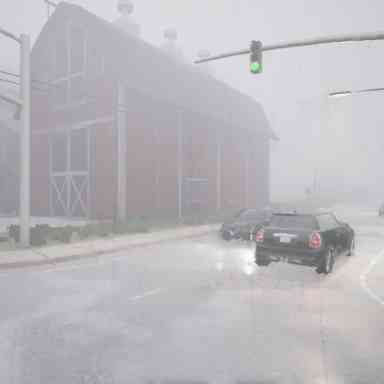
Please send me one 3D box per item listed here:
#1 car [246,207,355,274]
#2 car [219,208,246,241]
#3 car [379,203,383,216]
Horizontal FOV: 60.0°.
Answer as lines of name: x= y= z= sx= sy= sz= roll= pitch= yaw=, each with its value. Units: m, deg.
car: x=3.866 y=1.355 z=10.968 sx=2.097 sy=1.767 sz=4.553 roll=0 pitch=0 yaw=36
car: x=3.120 y=1.504 z=16.038 sx=1.837 sy=1.490 sz=4.892 roll=0 pitch=0 yaw=36
car: x=19.053 y=1.560 z=31.655 sx=2.033 sy=1.411 sz=5.357 roll=0 pitch=0 yaw=36
